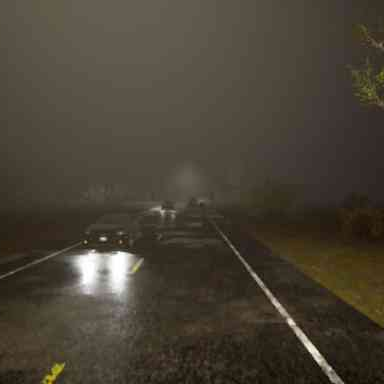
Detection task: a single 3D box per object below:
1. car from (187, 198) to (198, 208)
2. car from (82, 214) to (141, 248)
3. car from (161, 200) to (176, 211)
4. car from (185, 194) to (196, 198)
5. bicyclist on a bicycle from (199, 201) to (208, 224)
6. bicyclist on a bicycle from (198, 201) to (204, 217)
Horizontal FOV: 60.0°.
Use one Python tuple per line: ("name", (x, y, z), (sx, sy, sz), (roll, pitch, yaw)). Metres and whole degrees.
("car", (0.052, 2.164, 58.976), (1.994, 1.385, 4.181), (0, 0, 0))
("car", (-3.594, 1.722, 15.436), (1.994, 1.385, 4.181), (0, -1, 0))
("car", (-3.544, 2.015, 50.391), (1.837, 1.490, 4.892), (0, 0, 0))
("car", (0.030, 1.986, 75.313), (2.150, 2.045, 5.566), (0, 0, 0))
("bicyclist on a bicycle", (0.974, 1.719, 26.053), (0.582, 1.620, 1.656), (0, -1, 0))
("bicyclist on a bicycle", (0.977, 1.816, 35.595), (0.582, 1.620, 1.656), (0, -1, 0))
